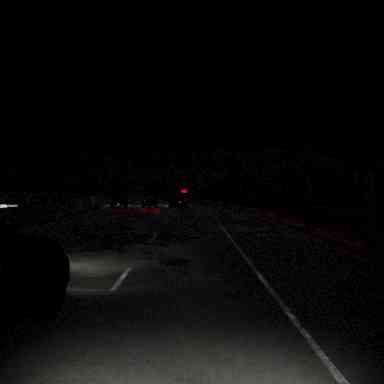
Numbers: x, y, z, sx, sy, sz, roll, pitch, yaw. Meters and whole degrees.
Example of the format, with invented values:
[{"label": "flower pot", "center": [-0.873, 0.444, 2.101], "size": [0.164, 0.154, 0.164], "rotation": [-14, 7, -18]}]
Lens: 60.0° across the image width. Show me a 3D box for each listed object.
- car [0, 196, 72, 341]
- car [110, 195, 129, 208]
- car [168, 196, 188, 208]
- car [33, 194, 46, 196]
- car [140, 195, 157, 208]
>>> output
[{"label": "car", "center": [-3.403, 1.179, 3.988], "size": [2.150, 2.045, 5.566], "rotation": [0, 1, 0]}, {"label": "car", "center": [-8.673, 1.089, 39.796], "size": [1.837, 1.490, 4.892], "rotation": [0, 1, -10]}, {"label": "car", "center": [-1.717, 1.141, 40.478], "size": [1.994, 1.385, 4.181], "rotation": [0, 1, -10]}, {"label": "car", "center": [-20.716, 1.023, 45.008], "size": [2.128, 1.511, 4.902], "rotation": [0, 0, -14]}, {"label": "car", "center": [-5.230, 1.103, 40.415], "size": [1.812, 1.442, 4.674], "rotation": [0, 1, -10]}]
